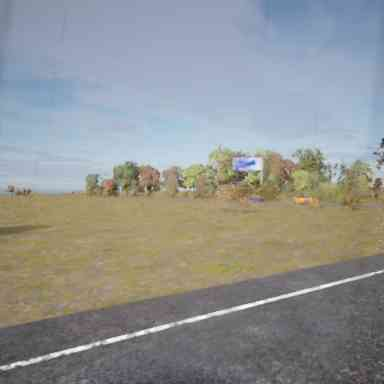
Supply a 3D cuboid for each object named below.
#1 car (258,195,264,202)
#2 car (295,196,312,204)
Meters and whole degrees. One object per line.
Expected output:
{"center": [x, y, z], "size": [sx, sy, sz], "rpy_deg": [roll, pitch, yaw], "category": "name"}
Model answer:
{"center": [15.452, 1.526, 81.659], "size": [2.097, 1.767, 4.553], "rpy_deg": [0, 0, -32], "category": "car"}
{"center": [23.032, 1.570, 69.687], "size": [2.097, 1.767, 4.553], "rpy_deg": [0, 0, -32], "category": "car"}
